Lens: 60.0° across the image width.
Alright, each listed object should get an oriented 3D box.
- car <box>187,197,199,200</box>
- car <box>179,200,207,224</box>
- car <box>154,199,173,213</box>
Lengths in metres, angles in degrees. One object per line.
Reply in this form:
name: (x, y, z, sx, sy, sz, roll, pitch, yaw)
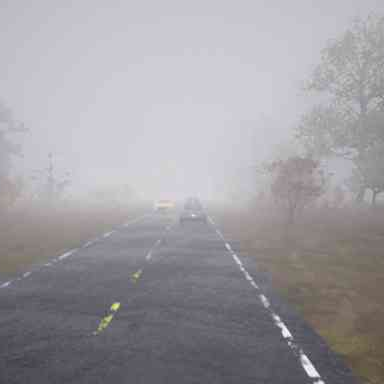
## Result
car: (0.073, 1.366, 42.372, 2.097, 1.767, 4.553, 0, 0, 0)
car: (0.084, 1.572, 24.803, 1.994, 1.385, 4.181, 0, 0, 0)
car: (-3.117, 1.490, 37.041, 1.882, 1.535, 5.008, 0, 0, 0)
